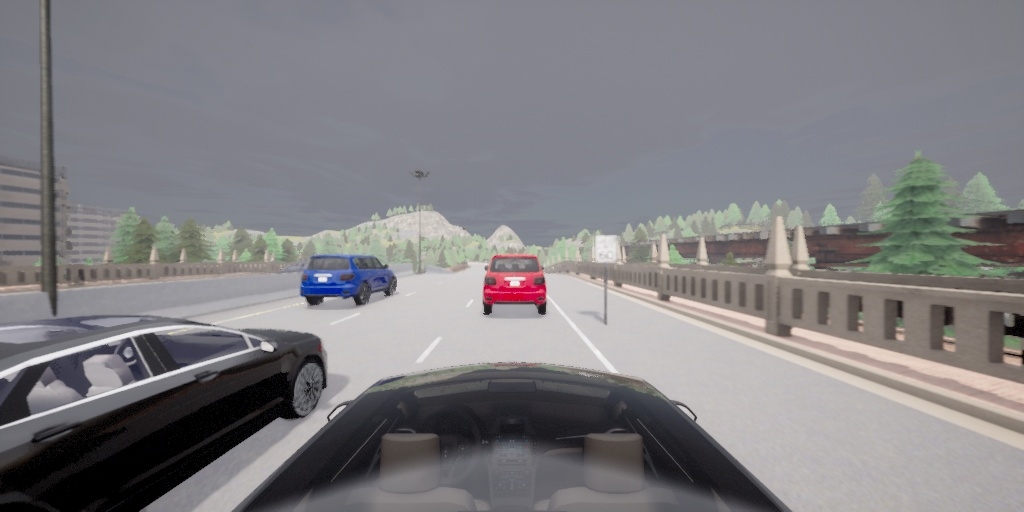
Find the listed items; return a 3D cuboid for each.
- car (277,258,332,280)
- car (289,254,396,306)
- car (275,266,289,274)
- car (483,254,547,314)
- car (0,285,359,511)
[{"bbox_3d":[-17.610,1.056,30.795,2.097,1.767,4.553,0,0,0],"label":"car"},{"bbox_3d":[-6.908,0.949,15.760,2.150,2.045,5.566,0,0,0],"label":"car"},{"bbox_3d":[-14.109,1.279,24.036,1.994,1.385,4.181,0,0,0],"label":"car"},{"bbox_3d":[0.092,0.950,13.837,2.150,2.045,5.566,0,0,0],"label":"car"},{"bbox_3d":[-3.419,1.241,2.955,2.128,1.511,4.902,0,0,0],"label":"car"}]
